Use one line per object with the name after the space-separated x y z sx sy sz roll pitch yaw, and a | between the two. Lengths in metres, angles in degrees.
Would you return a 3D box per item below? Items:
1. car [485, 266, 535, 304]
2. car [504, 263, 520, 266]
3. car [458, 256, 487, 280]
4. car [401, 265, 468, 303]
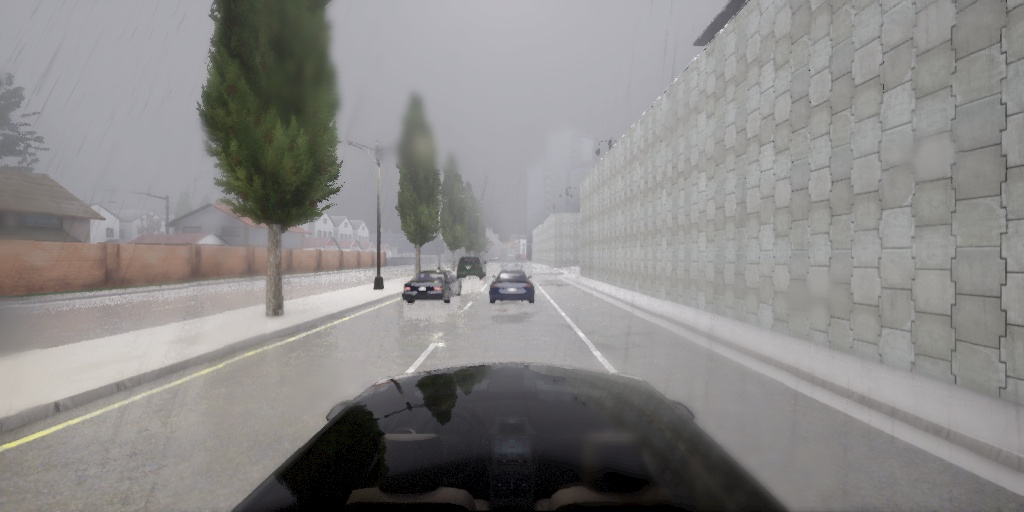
0.000 1.338 16.500 1.994 1.385 4.181 0 0 0 | car
0.000 1.299 31.501 1.812 1.442 4.674 0 0 0 | car
-3.500 1.052 31.531 2.150 2.045 5.566 0 0 0 | car
-3.500 1.335 16.500 2.033 1.411 5.357 0 0 0 | car
